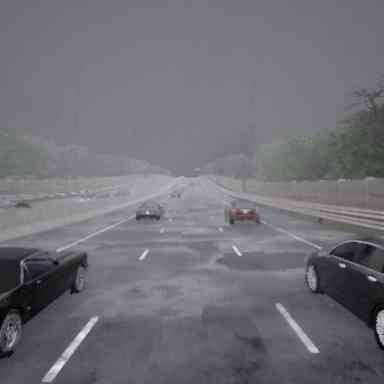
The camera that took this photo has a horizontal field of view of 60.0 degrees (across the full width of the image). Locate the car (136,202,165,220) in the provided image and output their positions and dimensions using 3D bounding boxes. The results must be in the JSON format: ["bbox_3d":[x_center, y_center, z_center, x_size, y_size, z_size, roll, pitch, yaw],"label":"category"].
[{"bbox_3d":[-3.395,1.524,27.421,1.994,1.385,4.181,0,1,0],"label":"car"}]

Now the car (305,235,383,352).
[{"bbox_3d":[3.602,1.543,6.001,1.837,1.490,4.892,0,0,0],"label":"car"}]

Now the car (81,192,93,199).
[{"bbox_3d":[-20.989,0.720,67.323,1.895,1.301,4.718,0,1,0],"label":"car"}]

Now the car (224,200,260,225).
[{"bbox_3d":[3.605,1.342,24.517,2.097,1.767,4.553,0,0,0],"label":"car"}]

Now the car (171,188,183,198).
[{"bbox_3d":[-3.488,0.500,70.590,2.033,1.649,4.856,0,2,0],"label":"car"}]

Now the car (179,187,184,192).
[{"bbox_3d":[-3.486,0.213,81.577,1.837,1.490,4.892,0,2,0],"label":"car"}]

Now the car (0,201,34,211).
[{"bbox_3d":[-14.085,1.482,25.899,1.837,1.490,4.892,0,0,0],"label":"car"}]

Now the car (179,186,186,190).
[{"bbox_3d":[-3.485,-0.201,92.592,1.895,1.301,4.718,0,3,0],"label":"car"}]

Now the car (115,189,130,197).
[{"bbox_3d":[-13.989,0.350,67.314,2.150,2.045,5.566,0,1,0],"label":"car"}]

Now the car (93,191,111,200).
[{"bbox_3d":[-17.491,0.687,66.047,1.837,1.490,4.892,0,1,0],"label":"car"}]

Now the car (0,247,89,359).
[{"bbox_3d":[-3.398,1.638,5.959,1.895,1.301,4.718,0,0,0],"label":"car"}]
